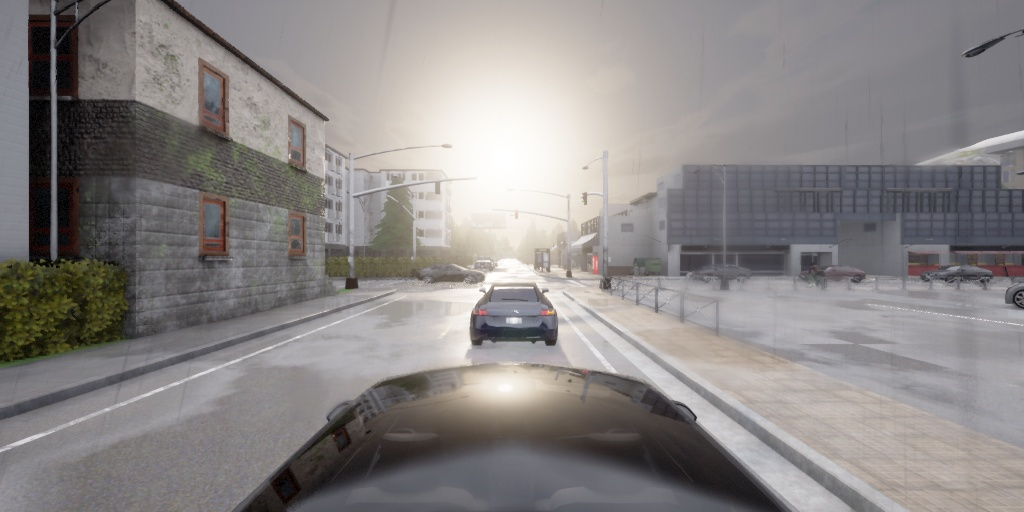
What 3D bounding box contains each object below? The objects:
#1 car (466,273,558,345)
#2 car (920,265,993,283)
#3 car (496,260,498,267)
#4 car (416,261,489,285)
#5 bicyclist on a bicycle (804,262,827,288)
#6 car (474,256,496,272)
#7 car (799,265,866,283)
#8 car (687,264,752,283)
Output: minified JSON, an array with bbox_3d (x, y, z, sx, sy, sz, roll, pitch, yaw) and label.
[{"bbox_3d":[0.054,1.314,9.473,1.994,1.385,4.181,0,0,0],"label":"car"},{"bbox_3d":[36.712,1.452,29.617,4.674,1.442,1.812,0,0,0],"label":"car"},{"bbox_3d":[-3.647,1.351,56.983,1.895,1.301,4.718,0,0,0],"label":"car"},{"bbox_3d":[-4.387,1.308,25.803,4.902,1.511,2.128,0,-1,0],"label":"car"},{"bbox_3d":[18.692,1.227,22.092,0.582,1.620,1.656,0,0,0],"label":"bicyclist on a bicycle"},{"bbox_3d":[-3.647,0.972,47.090,2.150,2.045,5.566,0,0,0],"label":"car"},{"bbox_3d":[26.402,1.452,29.597,4.674,1.442,1.812,0,0,0],"label":"car"},{"bbox_3d":[17.037,1.417,29.569,4.902,1.511,2.128,0,0,0],"label":"car"}]
